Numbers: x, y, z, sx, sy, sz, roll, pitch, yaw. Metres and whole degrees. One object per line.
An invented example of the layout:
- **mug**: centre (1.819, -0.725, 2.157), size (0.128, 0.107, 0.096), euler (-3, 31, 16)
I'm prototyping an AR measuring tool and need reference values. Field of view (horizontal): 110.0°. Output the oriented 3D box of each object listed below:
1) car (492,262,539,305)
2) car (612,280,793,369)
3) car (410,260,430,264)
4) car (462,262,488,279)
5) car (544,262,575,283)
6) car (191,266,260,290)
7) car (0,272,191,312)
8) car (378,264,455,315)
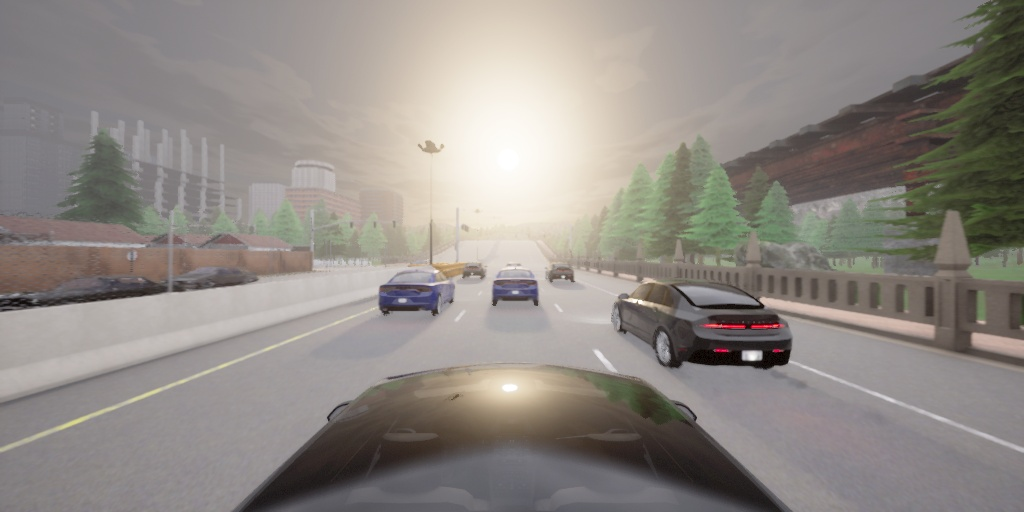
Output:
- **car**: centre (0.138, 1.223, 16.019), size (1.882, 1.535, 5.008), euler (0, 0, 0)
- **car**: centre (3.611, 1.253, 7.798), size (1.837, 1.490, 4.892), euler (0, 0, 0)
- **car**: centre (-10.428, 1.213, 40.995), size (1.882, 1.535, 5.008), euler (0, 0, 1)
- **car**: centre (-3.317, 1.244, 32.377), size (1.837, 1.490, 4.892), euler (0, 0, 0)
- **car**: centre (3.672, 1.246, 28.014), size (1.837, 1.490, 4.892), euler (0, 0, 0)
- **car**: centre (-17.547, 1.288, 21.270), size (2.033, 1.411, 5.357), euler (0, 0, 0)
- **car**: centre (-14.073, 1.345, 12.167), size (1.895, 1.301, 4.718), euler (0, 0, 0)
- **car**: centre (-3.369, 1.223, 13.532), size (1.882, 1.535, 5.008), euler (0, 0, 0)
